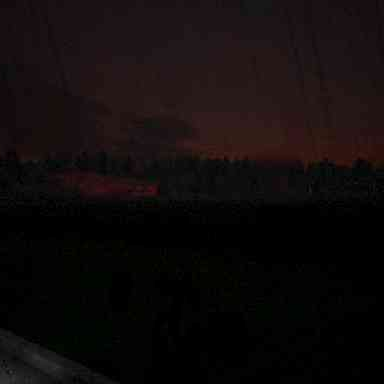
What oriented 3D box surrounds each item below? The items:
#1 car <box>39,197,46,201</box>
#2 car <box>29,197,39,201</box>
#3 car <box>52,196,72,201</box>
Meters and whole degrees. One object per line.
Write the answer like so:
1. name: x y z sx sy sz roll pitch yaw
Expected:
1. car: -36.681 2.101 85.783 1.895 1.301 4.718 0 0 12
2. car: -40.118 1.890 86.458 2.097 1.767 4.553 0 0 12
3. car: -33.273 1.831 84.993 2.097 1.767 4.553 0 0 12
